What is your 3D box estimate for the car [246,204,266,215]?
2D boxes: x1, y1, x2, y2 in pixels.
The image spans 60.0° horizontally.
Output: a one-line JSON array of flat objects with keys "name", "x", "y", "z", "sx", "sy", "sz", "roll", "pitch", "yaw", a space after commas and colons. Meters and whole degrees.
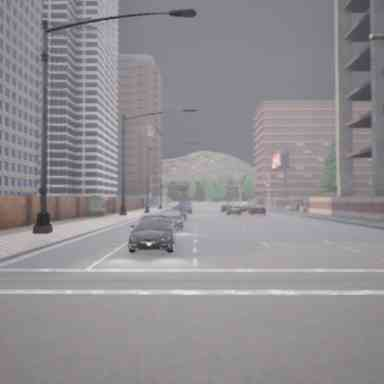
[{"name": "car", "x": 9.441, "y": 2.555, "z": 48.315, "sx": 1.882, "sy": 1.535, "sz": 5.008, "roll": 0, "pitch": -1, "yaw": 1}]

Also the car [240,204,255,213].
[{"name": "car", "x": 9.576, "y": 2.811, "z": 57.569, "sx": 1.812, "sy": 1.442, "sz": 4.674, "roll": 0, "pitch": -1, "yaw": 1}]

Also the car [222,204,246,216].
[{"name": "car", "x": 5.973, "y": 2.557, "z": 47.548, "sx": 2.128, "sy": 1.511, "sz": 4.902, "roll": 0, "pitch": -1, "yaw": 1}]

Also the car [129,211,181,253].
[{"name": "car", "x": -1.664, "y": 1.862, "z": 15.537, "sx": 1.837, "sy": 1.490, "sz": 4.892, "roll": 0, "pitch": -1, "yaw": 1}]

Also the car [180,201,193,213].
[{"name": "car", "x": -1.018, "y": 2.470, "z": 51.679, "sx": 2.150, "sy": 2.045, "sz": 5.566, "roll": 0, "pitch": -1, "yaw": 1}]

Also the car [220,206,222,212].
[{"name": "car", "x": 6.076, "y": 2.797, "z": 57.624, "sx": 1.837, "sy": 1.490, "sz": 4.892, "roll": 0, "pitch": -1, "yaw": 1}]

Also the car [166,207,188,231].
[{"name": "car", "x": -1.516, "y": 2.104, "z": 25.347, "sx": 1.812, "sy": 1.442, "sz": 4.674, "roll": 0, "pitch": -1, "yaw": 1}]

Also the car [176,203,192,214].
[{"name": "car", "x": -1.359, "y": 2.303, "z": 35.783, "sx": 2.128, "sy": 1.511, "sz": 4.902, "roll": 0, "pitch": -1, "yaw": 1}]
